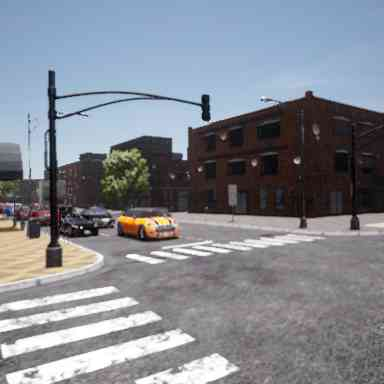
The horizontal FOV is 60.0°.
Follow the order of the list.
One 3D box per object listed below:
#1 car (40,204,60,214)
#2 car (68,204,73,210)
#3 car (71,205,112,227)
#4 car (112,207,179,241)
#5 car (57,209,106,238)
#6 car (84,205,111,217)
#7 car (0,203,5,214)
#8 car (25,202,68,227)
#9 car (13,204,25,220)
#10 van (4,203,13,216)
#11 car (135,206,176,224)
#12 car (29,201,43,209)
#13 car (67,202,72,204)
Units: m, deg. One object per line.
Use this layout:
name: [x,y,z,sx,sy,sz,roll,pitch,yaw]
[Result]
car: [-23.712,2.816,55.587,2.033,1.411,5.357,-1,-1,-34]
car: [-13.608,2.313,35.402,1.837,1.490,4.892,-1,-1,-34]
car: [-7.838,2.071,26.983,2.128,1.511,4.902,-1,-1,-35]
car: [-2.637,1.727,19.425,2.097,1.767,4.553,-1,-1,-35]
car: [-7.486,2.076,21.649,1.947,1.339,4.313,-2,0,-34]
car: [-12.568,2.437,44.107,2.008,1.369,4.403,-2,0,-34]
car: [-32.441,2.809,58.219,2.192,1.841,5.009,-2,0,-34]
car: [-13.324,2.055,30.190,2.192,1.841,5.009,-2,0,-34]
car: [-19.508,2.426,39.364,1.967,1.590,4.097,-2,0,-34]
van: [-26.177,2.589,49.095,1.690,1.788,3.998,-2,0,-34]
car: [-3.493,2.081,31.095,2.008,1.369,4.403,-2,0,-34]
car: [-38.054,3.202,81.202,2.192,1.841,5.009,-2,0,-34]
car: [-17.996,2.593,47.358,2.033,1.411,5.357,-1,-1,-34]
